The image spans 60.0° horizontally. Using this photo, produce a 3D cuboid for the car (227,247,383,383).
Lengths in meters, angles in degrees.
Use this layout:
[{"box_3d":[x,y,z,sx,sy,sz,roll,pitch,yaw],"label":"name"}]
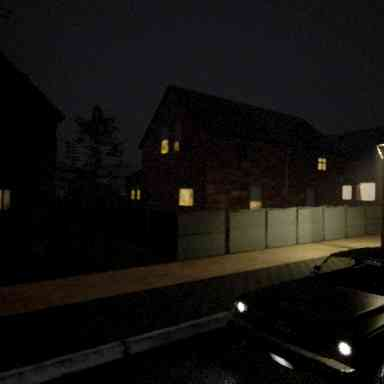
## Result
[{"box_3d":[2.813,1.614,5.067,4.718,1.301,1.895,0,0,-35],"label":"car"}]
